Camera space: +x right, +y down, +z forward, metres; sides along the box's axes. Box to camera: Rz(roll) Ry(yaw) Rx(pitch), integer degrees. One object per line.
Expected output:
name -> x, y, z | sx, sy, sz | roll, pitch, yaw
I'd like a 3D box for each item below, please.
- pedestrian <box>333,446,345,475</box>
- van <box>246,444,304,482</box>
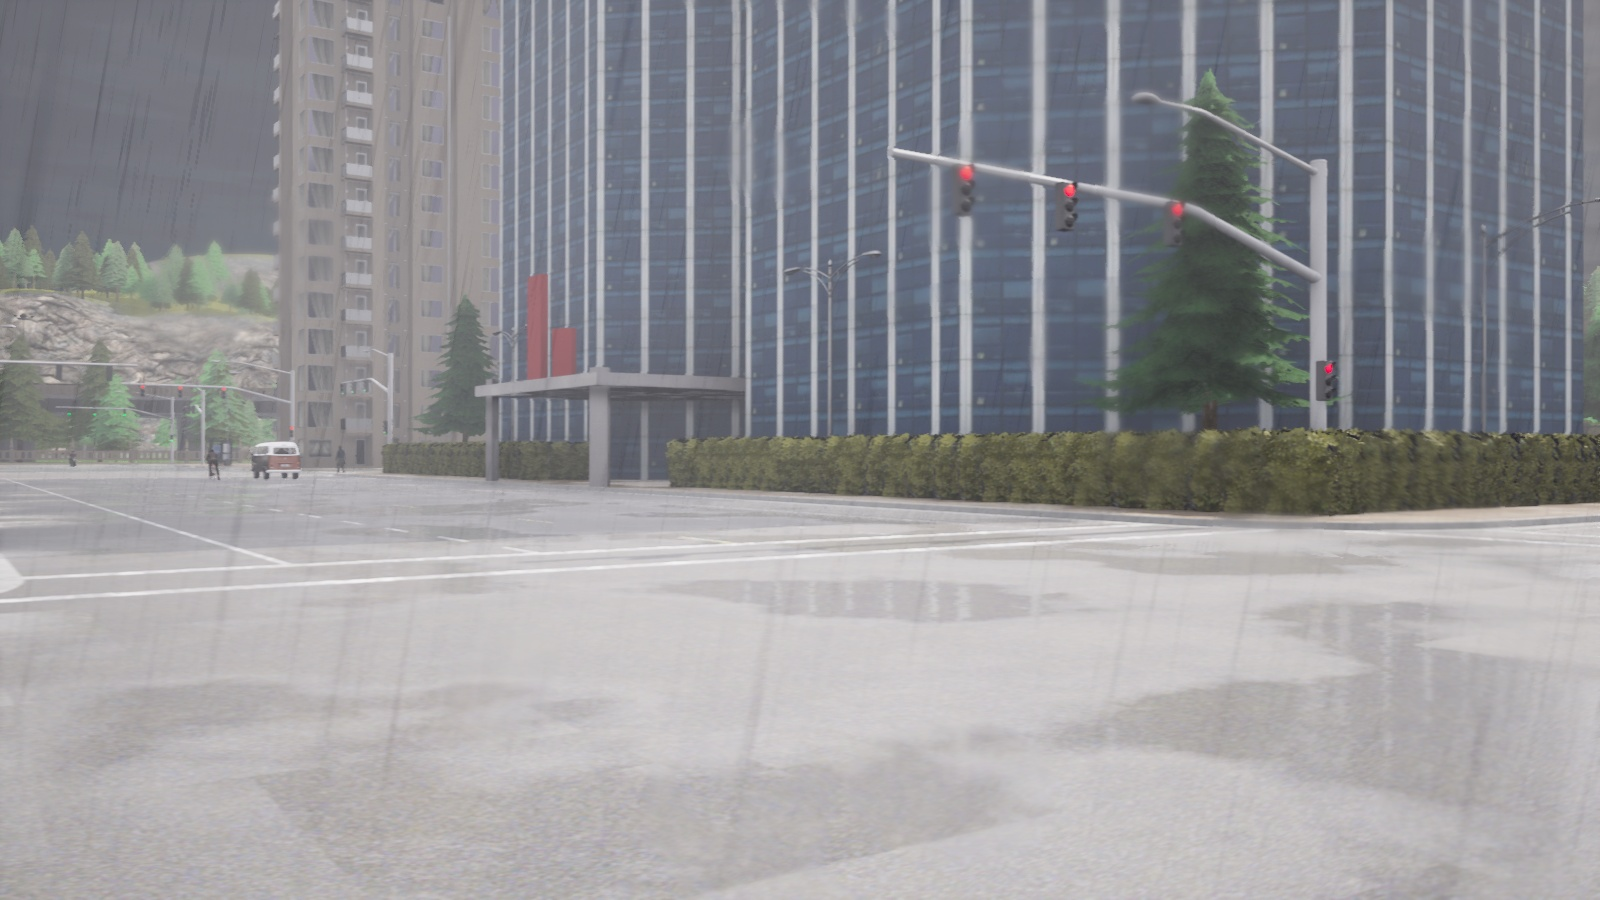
pedestrian -> -29.235, 0.659, 79.676 | 0.370, 1.835, 0.726 | 0, 0, 13
van -> -28.919, 0.698, 69.108 | 2.069, 2.038, 4.480 | 0, 0, -35
